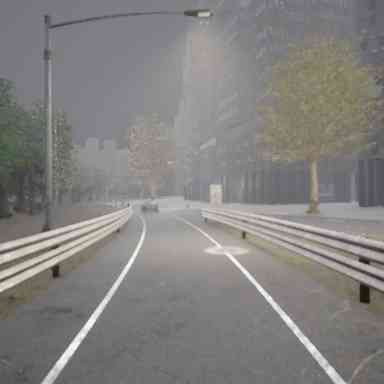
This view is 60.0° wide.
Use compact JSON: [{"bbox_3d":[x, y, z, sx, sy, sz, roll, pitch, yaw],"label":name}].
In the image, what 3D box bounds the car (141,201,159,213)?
[{"bbox_3d":[-5.555,1.922,43.311,2.128,1.511,4.902,-1,0,-15],"label":"car"}]
